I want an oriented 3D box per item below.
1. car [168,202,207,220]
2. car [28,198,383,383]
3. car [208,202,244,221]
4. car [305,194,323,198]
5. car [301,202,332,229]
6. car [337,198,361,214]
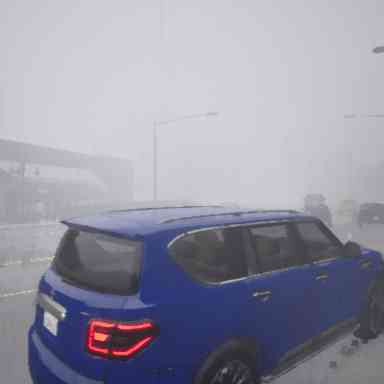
[{"bbox_3d":[-0.313,1.601,29.515,1.895,1.301,4.718,0,0,20],"label":"car"},{"bbox_3d":[0.785,1.223,4.672,5.566,2.045,2.150,0,0,-41],"label":"car"},{"bbox_3d":[2.976,1.601,28.317,1.895,1.301,4.718,0,0,20],"label":"car"},{"bbox_3d":[13.338,1.221,36.303,2.150,2.045,5.566,0,0,20],"label":"car"},{"bbox_3d":[8.674,1.506,23.262,1.837,1.490,4.892,0,0,21],"label":"car"},{"bbox_3d":[17.074,1.478,36.370,1.882,1.535,5.008,0,0,20],"label":"car"}]
